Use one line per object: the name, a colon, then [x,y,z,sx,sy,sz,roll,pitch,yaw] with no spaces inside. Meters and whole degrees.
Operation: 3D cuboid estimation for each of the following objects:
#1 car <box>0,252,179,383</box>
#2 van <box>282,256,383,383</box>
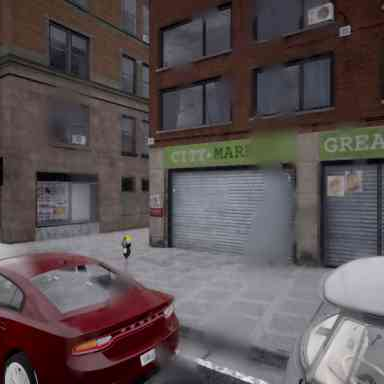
car: [-2.259,1.544,4.682,4.507,1.381,1.887,0,0,35]
van: [2.353,1.341,1.400,3.998,1.788,1.690,0,0,35]
